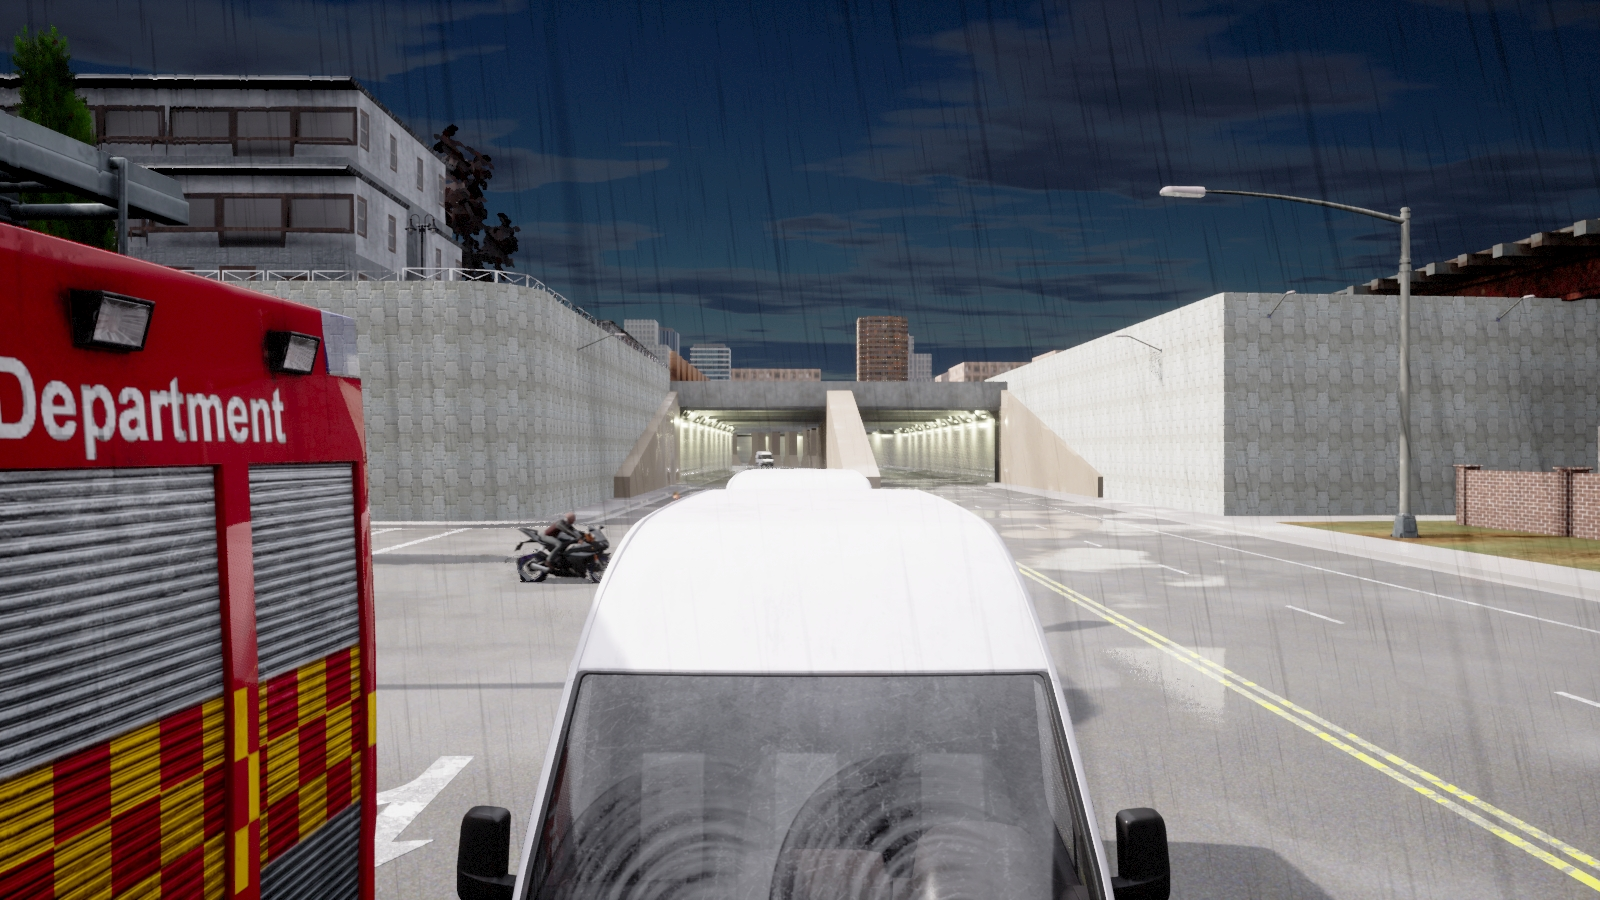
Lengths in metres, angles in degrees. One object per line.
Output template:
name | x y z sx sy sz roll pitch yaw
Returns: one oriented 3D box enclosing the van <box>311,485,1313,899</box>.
van | 0.047 1.534 5.226 1.988 2.561 5.915 0 0 1
